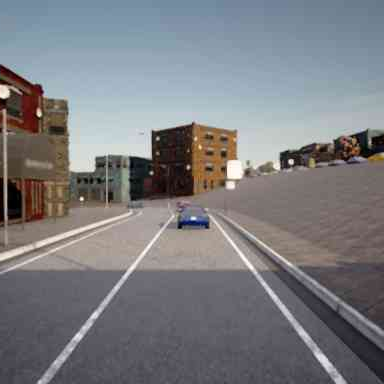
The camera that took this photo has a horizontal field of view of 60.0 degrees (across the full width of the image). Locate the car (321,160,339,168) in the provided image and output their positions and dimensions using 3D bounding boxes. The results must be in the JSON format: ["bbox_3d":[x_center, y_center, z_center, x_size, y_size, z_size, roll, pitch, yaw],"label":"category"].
[{"bbox_3d":[21.855,-4.053,49.786,2.231,1.521,4.892,0,1,-1],"label":"car"}]

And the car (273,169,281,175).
[{"bbox_3d":[21.243,-4.567,77.406,2.185,1.767,4.553,0,1,-1],"label":"car"}]

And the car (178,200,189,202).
[{"bbox_3d":[-0.935,1.671,40.069,1.812,1.442,4.674,0,-1,-9],"label":"car"}]

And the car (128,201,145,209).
[{"bbox_3d":[-9.259,2.125,54.831,1.994,1.385,4.181,-1,-2,-25],"label":"car"}]

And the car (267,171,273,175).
[{"bbox_3d":[21.122,-4.637,82.925,2.185,1.767,4.553,0,1,-1],"label":"car"}]

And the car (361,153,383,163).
[{"bbox_3d":[22.442,-3.835,38.708,2.097,1.535,5.008,0,1,-4],"label":"car"}]

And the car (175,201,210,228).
[{"bbox_3d":[0.098,1.538,21.739,1.994,1.385,4.181,0,0,0],"label":"car"}]

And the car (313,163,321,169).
[{"bbox_3d":[21.726,-4.141,55.304,2.231,1.521,4.892,0,1,-1],"label":"car"}]

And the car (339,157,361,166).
[{"bbox_3d":[22.089,-3.906,44.245,2.002,1.452,4.674,0,1,-3],"label":"car"}]

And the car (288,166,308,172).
[{"bbox_3d":[21.487,-4.417,66.240,2.185,1.767,4.553,0,1,-1],"label":"car"}]

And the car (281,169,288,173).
[{"bbox_3d":[21.367,-4.325,71.734,2.002,1.452,4.674,0,1,-1],"label":"car"}]
